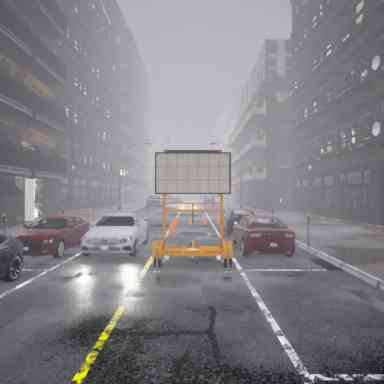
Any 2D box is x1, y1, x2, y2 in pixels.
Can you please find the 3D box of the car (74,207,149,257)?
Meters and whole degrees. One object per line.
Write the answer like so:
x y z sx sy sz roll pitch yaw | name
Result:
-2.820 1.528 13.045 1.812 1.442 4.674 0 0 0 | car

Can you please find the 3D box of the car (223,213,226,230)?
2.616 1.555 18.466 2.008 1.369 4.403 1 0 0 | car

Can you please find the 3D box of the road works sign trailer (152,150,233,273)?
0.028 0.467 10.647 2.380 3.560 2.880 0 0 0 | road works sign trailer

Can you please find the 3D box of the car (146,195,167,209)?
-5.197 1.324 46.808 2.192 1.841 5.009 1 0 0 | car

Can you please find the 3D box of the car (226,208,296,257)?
2.603 1.547 12.795 1.887 1.381 4.507 1 0 0 | car

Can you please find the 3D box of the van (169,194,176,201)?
-5.107 1.359 86.504 1.690 1.788 3.998 1 0 0 | van

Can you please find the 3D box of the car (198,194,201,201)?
2.773 1.333 86.516 2.192 1.841 5.009 1 0 0 | car

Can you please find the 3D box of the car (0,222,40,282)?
-5.290 1.567 7.112 1.947 1.339 4.313 1 0 0 | car

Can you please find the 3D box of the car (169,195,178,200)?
-5.097 1.570 92.174 2.008 1.369 4.403 1 0 0 | car

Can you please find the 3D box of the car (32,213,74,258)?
-5.277 1.547 12.783 1.887 1.381 4.507 1 0 0 | car

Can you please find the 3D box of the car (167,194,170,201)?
-5.133 1.330 75.162 2.192 1.841 5.009 1 0 0 | car

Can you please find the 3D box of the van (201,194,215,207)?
2.696 1.351 52.491 1.690 1.788 3.998 1 0 0 | van

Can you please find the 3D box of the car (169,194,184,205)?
-2.617 1.537 58.950 1.812 1.442 4.674 0 0 0 | car
